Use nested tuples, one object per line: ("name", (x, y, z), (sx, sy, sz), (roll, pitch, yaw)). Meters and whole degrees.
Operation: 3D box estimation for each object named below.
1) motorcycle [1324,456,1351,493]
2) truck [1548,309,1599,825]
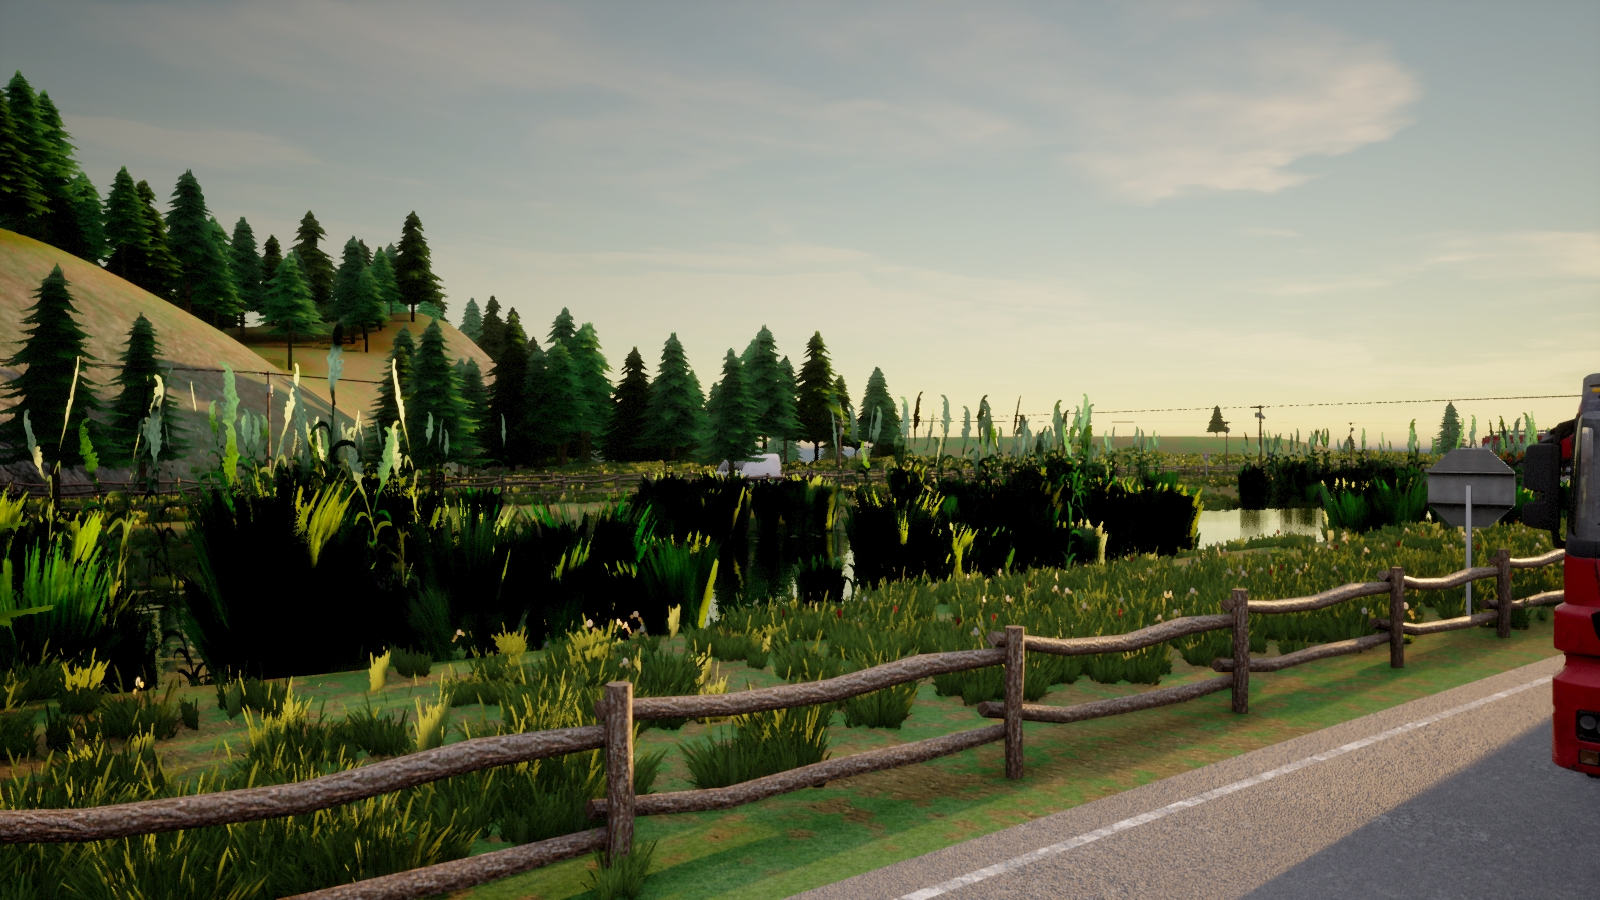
("motorcycle", (35.033, 1.578, 74.474), (2.033, 2.348, 0.803), (1, 0, -39))
("truck", (9.532, 0.862, 10.955), (2.891, 3.827, 8.468), (0, 0, 41))
